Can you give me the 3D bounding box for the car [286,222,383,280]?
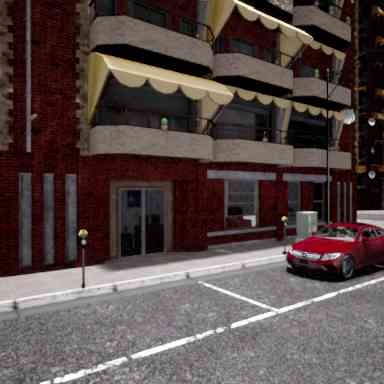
[{"bbox_3d":[4.631,1.581,9.914,4.206,1.307,1.802,0,0,-35],"label":"car"}]
